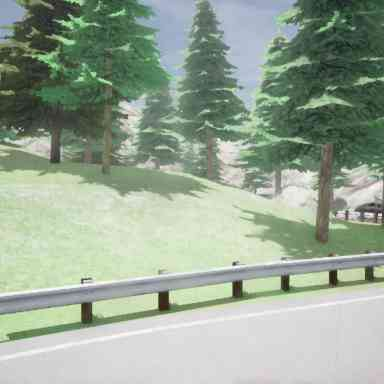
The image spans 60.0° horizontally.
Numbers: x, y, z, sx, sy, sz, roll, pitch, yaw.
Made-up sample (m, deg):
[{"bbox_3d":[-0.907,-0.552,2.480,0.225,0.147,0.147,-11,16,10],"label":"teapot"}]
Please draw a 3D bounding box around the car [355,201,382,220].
[{"bbox_3d":[15.108,1.522,25.948,1.837,1.490,4.892,0,-1,-20],"label":"car"}]

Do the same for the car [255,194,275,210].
[{"bbox_3d":[9.779,1.239,40.504,2.150,2.045,5.566,0,0,-22],"label":"car"}]
